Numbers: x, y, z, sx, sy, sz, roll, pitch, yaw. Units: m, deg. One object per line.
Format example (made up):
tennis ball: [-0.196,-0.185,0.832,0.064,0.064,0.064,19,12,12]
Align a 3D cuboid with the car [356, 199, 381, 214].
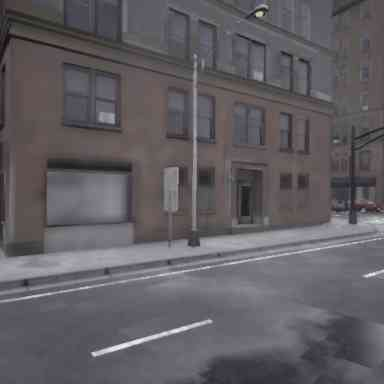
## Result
car: [16.108,1.359,32.818,1.887,1.381,4.507,2,0,-36]

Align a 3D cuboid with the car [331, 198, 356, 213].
car: [12.749,1.240,32.750,2.033,1.411,5.357,1,0,-36]
